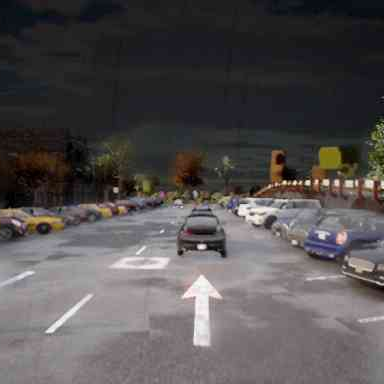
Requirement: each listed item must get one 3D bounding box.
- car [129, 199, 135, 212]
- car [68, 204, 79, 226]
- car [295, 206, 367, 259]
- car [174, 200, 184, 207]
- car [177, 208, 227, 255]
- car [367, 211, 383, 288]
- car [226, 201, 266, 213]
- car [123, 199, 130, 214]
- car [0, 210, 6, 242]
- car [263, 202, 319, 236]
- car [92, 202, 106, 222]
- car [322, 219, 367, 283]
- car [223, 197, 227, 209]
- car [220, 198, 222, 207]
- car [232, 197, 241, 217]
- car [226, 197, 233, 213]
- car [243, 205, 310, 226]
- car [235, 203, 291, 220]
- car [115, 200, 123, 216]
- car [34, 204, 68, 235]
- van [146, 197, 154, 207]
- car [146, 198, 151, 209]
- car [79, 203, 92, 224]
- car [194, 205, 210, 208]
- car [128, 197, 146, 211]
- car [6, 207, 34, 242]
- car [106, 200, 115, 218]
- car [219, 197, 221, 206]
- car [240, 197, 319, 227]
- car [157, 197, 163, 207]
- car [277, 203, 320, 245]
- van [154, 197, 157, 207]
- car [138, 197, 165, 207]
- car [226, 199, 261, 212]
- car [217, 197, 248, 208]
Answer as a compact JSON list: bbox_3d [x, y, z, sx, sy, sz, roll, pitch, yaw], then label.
[{"bbox_3d":[-9.763,1.960,40.005,4.792,1.488,2.163,0,-1,-18],"label":"car"},{"bbox_3d":[-10.337,1.721,22.240,4.892,1.521,2.231,0,-1,-18],"label":"car"},{"bbox_3d":[6.262,1.511,11.532,4.553,1.767,2.185,1,-1,-18],"label":"car"},{"bbox_3d":[-2.833,2.343,70.851,1.812,1.442,4.674,0,-1,2],"label":"car"},{"bbox_3d":[0.419,1.672,13.992,1.837,1.490,4.892,0,0,2],"label":"car"},{"bbox_3d":[6.130,1.315,5.517,5.566,2.045,2.435,1,-1,-18],"label":"car"},{"bbox_3d":[7.282,2.061,44.756,4.792,1.488,2.163,1,0,-18],"label":"car"},{"bbox_3d":[-10.050,1.893,36.966,5.366,1.575,1.946,0,0,-18],"label":"car"},{"bbox_3d":[-10.614,1.616,13.374,4.892,1.521,2.231,0,-1,-18],"label":"car"},{"bbox_3d":[6.503,1.584,17.592,4.553,1.767,2.185,1,0,-18],"label":"car"},{"bbox_3d":[-10.150,1.790,28.152,5.008,1.535,2.097,0,-1,-18],"label":"car"},{"bbox_3d":[6.203,1.603,8.517,4.892,1.521,2.231,1,0,-18],"label":"car"},{"bbox_3d":[7.251,1.745,41.757,5.566,2.045,2.435,1,-1,-18],"label":"car"},{"bbox_3d":[7.600,2.139,53.824,4.892,1.521,2.231,1,0,-18],"label":"car"},{"bbox_3d":[6.882,1.602,29.673,5.566,2.045,2.435,1,-1,-18],"label":"car"},{"bbox_3d":[7.005,1.672,35.700,5.566,2.045,2.435,1,0,-18],"label":"car"},{"bbox_3d":[6.725,1.846,26.630,4.792,1.488,2.163,1,0,-18],"label":"car"},{"bbox_3d":[6.927,1.889,32.691,4.892,1.521,2.231,1,-1,-18],"label":"car"},{"bbox_3d":[-9.970,1.860,34.079,5.008,1.535,2.097,0,0,-18],"label":"car"},{"bbox_3d":[-10.254,1.681,19.354,5.366,1.575,1.946,0,-1,-18],"label":"car"},{"bbox_3d":[-9.354,1.914,57.696,4.442,1.987,1.878,0,0,-18],"label":"van"},{"bbox_3d":[-9.422,2.071,51.825,4.892,1.521,2.231,0,0,-18],"label":"car"},{"bbox_3d":[-10.268,1.785,25.188,4.792,1.488,2.163,0,0,-18],"label":"car"},{"bbox_3d":[0.882,1.835,28.986,2.128,1.511,4.902,0,-1,2],"label":"car"},{"bbox_3d":[-9.545,1.910,48.854,4.553,1.767,2.185,0,-1,-18],"label":"car"},{"bbox_3d":[-10.550,1.524,16.326,4.553,1.767,2.185,0,-1,-18],"label":"car"},{"bbox_3d":[-10.234,1.823,31.052,5.366,1.575,1.946,0,0,-18],"label":"car"},{"bbox_3d":[7.815,2.083,59.872,4.553,1.767,2.185,1,0,-18],"label":"car"},{"bbox_3d":[6.640,1.529,23.611,5.566,2.045,2.435,1,0,-18],"label":"car"},{"bbox_3d":[-9.037,1.956,63.665,5.566,2.045,2.435,0,-1,-18],"label":"car"},{"bbox_3d":[6.416,1.548,14.567,4.553,1.767,2.185,1,0,-18],"label":"car"},{"bbox_3d":[-9.262,1.948,60.653,4.442,1.987,1.878,0,0,-18],"label":"van"},{"bbox_3d":[-8.809,2.058,72.505,5.566,2.045,2.435,0,0,-18],"label":"car"},{"bbox_3d":[7.379,1.941,47.780,4.553,1.767,2.185,1,-1,-18],"label":"car"},{"bbox_3d":[7.990,2.027,65.929,5.566,2.045,2.435,1,-1,-18],"label":"car"}]
